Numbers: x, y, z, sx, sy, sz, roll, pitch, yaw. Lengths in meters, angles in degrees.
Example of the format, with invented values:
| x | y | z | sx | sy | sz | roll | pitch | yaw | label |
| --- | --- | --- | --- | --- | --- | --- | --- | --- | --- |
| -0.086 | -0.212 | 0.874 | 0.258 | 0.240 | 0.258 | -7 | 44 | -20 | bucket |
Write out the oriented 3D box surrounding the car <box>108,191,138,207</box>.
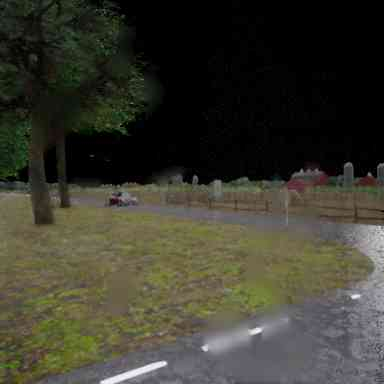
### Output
| x | y | z | sx | sy | sz | roll | pitch | yaw | label |
| --- | --- | --- | --- | --- | --- | --- | --- | --- | --- |
| -8.108 | 0.813 | 38.805 | 2.097 | 1.767 | 4.553 | -1 | 1 | -36 | car |
